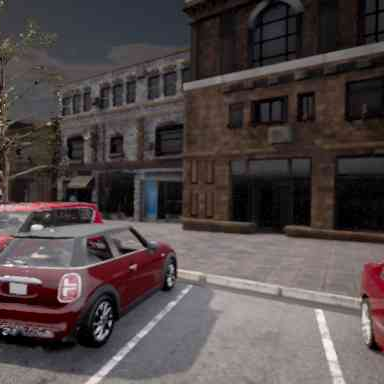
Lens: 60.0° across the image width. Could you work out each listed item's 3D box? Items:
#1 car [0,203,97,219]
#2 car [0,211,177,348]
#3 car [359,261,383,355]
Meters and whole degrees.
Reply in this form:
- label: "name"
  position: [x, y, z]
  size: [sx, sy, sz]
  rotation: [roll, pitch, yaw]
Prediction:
- label: "car"
  position: [-4.302, 1.314, 8.456]
  size: [2.435, 2.045, 5.566]
  rotation: [0, -1, 15]
- label: "car"
  position: [-1.865, 1.409, 6.709]
  size: [2.185, 1.767, 4.553]
  rotation: [-1, -1, 15]
- label: "car"
  position: [3.053, 1.475, 3.239]
  size: [2.097, 1.535, 5.008]
  rotation: [0, -1, 16]
